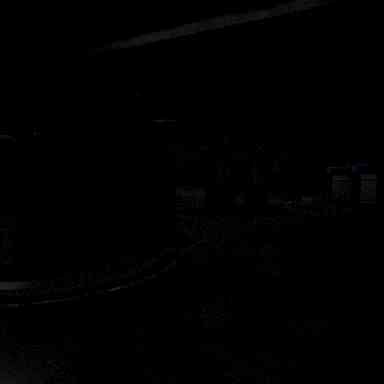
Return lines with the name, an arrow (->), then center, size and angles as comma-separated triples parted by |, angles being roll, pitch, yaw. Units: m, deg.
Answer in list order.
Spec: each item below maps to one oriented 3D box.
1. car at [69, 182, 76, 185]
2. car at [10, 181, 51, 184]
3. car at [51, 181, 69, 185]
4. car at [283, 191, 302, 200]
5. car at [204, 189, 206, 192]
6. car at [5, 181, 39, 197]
car -> -25.450, -1.285, 68.081 | 4.605, 1.855, 1.932 | 2, 2, 35
car -> -17.244, -0.181, 35.223 | 3.866, 1.878, 1.905 | 2, 2, 35
car -> -26.788, -1.260, 65.469 | 3.866, 1.878, 1.905 | 2, 2, 35
car -> 15.843, 0.499, 52.514 | 1.812, 1.442, 4.674 | 2, 2, 36
car -> 4.875, -0.314, 65.613 | 5.027, 1.636, 2.152 | 2, 2, 35
car -> -21.776, -0.468, 42.440 | 4.605, 1.855, 1.932 | 2, 2, 35
